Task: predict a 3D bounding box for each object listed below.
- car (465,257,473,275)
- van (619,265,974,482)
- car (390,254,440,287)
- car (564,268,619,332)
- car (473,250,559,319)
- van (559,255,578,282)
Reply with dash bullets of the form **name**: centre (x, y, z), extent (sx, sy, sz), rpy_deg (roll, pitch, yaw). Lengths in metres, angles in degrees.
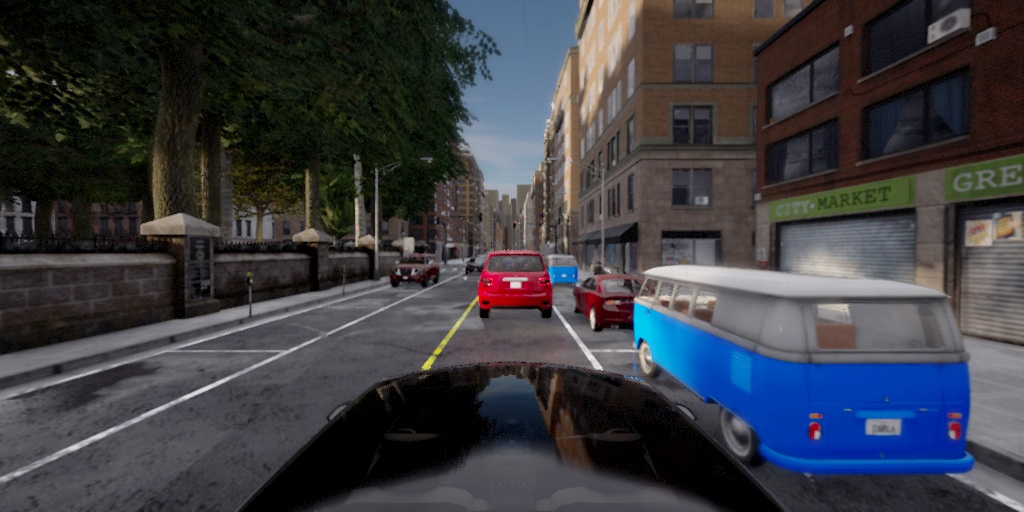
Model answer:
- **car**: centre (-2.993, 0.828, 31.986), extent (1.882, 1.535, 5.008), rpy_deg (0, 1, 0)
- **van**: centre (2.857, 1.053, 4.613), extent (1.690, 1.789, 3.998), rpy_deg (0, 0, 0)
- **car**: centre (-5.664, 0.799, 21.556), extent (2.192, 1.841, 5.009), rpy_deg (0, 0, 0)
- **car**: centre (2.858, 1.182, 10.274), extent (1.888, 1.381, 4.507), rpy_deg (0, 0, 0)
- **car**: centre (0.098, 0.832, 12.253), extent (2.150, 2.045, 5.566), rpy_deg (0, 1, 0)
- **van**: centre (2.861, 0.825, 21.594), extent (1.690, 1.789, 3.998), rpy_deg (0, 0, 0)
